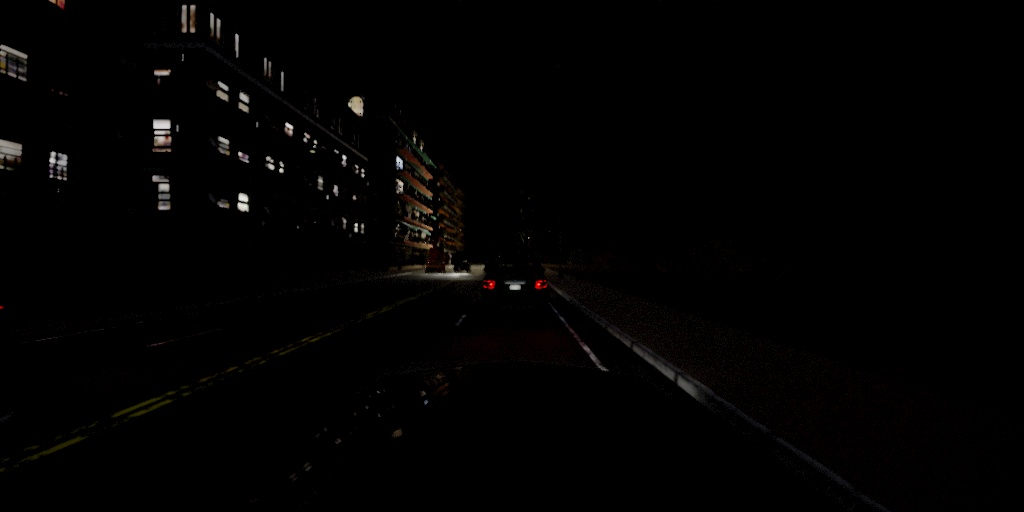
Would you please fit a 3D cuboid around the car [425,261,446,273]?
[{"bbox_3d":[-9.878,1.413,46.372,1.882,1.535,5.008,0,0,0],"label":"car"}]

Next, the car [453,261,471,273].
[{"bbox_3d":[-6.622,1.432,47.713,2.128,1.511,4.902,0,0,0],"label":"car"}]

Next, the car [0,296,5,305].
[{"bbox_3d":[-9.852,0.981,3.831,2.150,2.045,5.566,0,0,0],"label":"car"}]

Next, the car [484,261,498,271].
[{"bbox_3d":[-3.276,1.478,55.945,1.837,1.490,4.892,0,0,0],"label":"car"}]

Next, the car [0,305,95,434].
[{"bbox_3d":[-6.602,1.355,2.581,1.895,1.301,4.718,0,0,0],"label":"car"}]

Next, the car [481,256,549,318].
[{"bbox_3d":[0.092,1.021,13.269,2.150,2.045,5.566,0,0,0],"label":"car"}]
